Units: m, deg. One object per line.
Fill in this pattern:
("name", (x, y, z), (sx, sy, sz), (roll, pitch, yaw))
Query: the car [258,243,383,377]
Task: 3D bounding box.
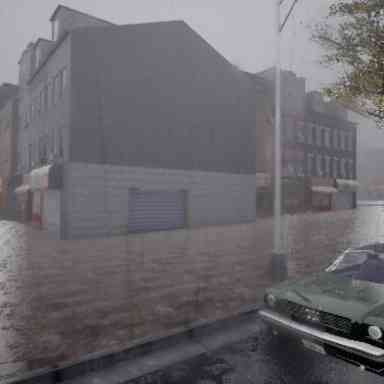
("car", (3.290, 1.617, 5.491), (4.718, 1.301, 1.895), (0, -1, -37))
